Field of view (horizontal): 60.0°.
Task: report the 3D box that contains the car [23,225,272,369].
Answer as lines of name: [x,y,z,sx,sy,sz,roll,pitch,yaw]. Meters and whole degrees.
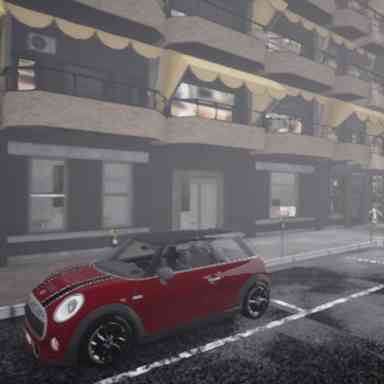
car: [-0.588,1.432,5.671,4.097,1.590,1.967,0,1,-35]
